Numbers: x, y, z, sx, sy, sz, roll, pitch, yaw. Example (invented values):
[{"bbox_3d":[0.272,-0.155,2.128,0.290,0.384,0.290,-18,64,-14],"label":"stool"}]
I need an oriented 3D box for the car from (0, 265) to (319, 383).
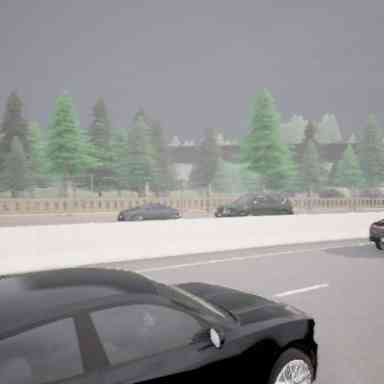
[{"bbox_3d":[-0.884,1.454,3.000,5.008,1.535,1.882,0,0,-35],"label":"car"}]

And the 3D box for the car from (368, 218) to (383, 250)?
[{"bbox_3d":[8.981,1.504,12.833,4.902,1.511,2.128,0,0,-27],"label":"car"}]

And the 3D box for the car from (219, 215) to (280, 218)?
[{"bbox_3d":[4.245,1.155,22.446,5.566,2.045,2.150,0,0,-26],"label":"car"}]

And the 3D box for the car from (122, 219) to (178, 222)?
[{"bbox_3d":[-2.855,1.441,22.566,4.181,1.385,1.994,0,0,-29],"label":"car"}]
